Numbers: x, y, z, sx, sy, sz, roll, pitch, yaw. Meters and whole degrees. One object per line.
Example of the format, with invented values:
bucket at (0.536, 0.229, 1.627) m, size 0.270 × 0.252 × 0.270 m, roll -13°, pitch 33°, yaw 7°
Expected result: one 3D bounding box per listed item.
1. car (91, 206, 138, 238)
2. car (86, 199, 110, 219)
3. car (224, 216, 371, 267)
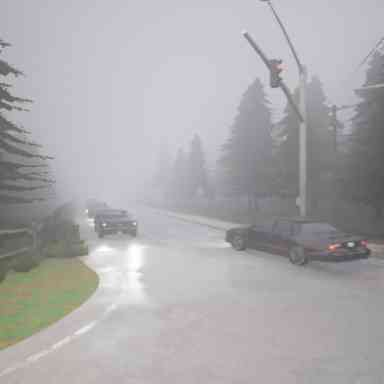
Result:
car at (-4.227, 1.649, 18.138) m, size 1.895 × 1.301 × 4.718 m, roll 0°, pitch 0°, yaw -20°
car at (-8.455, 1.661, 30.517) m, size 1.994 × 1.385 × 4.181 m, roll 0°, pitch 0°, yaw -18°
car at (3.323, 1.564, 11.693) m, size 2.033 × 1.411 × 5.357 m, roll 0°, pitch 0°, yaw -29°
